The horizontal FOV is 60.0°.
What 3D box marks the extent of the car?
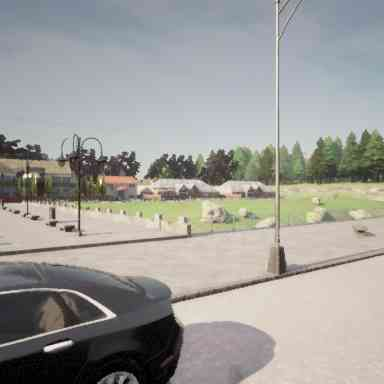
[{"bbox_3d":[-2.360,1.505,2.920,4.892,1.490,1.837,0,0,-36],"label":"car"}]
